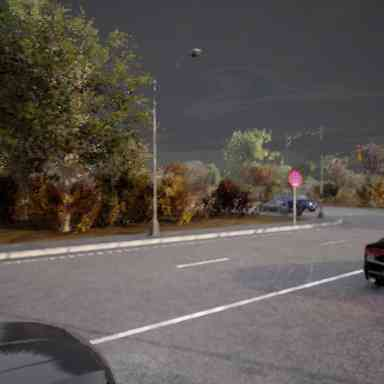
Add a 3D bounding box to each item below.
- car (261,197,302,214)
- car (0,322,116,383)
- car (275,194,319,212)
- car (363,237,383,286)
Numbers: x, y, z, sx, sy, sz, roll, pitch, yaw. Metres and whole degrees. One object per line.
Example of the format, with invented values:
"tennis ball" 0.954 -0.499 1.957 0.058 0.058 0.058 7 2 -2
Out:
"car" 9.301 1.573 36.123 1.994 1.385 4.181 0 0 -32
"car" -2.814 1.506 1.735 4.892 1.490 1.837 0 0 -36
"car" 11.907 1.232 38.589 2.150 2.045 5.566 0 0 -31
"car" 6.204 1.481 8.180 5.008 1.535 1.882 0 0 -36
